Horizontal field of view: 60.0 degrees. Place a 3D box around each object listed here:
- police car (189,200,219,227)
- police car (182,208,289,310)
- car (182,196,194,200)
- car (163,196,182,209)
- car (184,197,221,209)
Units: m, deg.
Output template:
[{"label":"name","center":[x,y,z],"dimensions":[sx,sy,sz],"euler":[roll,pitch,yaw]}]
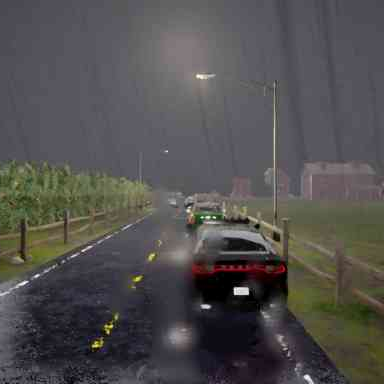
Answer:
[{"label":"police car","center":[0.759,1.425,24.049],"dimensions":[1.930,1.638,5.238],"euler":[0,0,0]},{"label":"police car","center":[0.803,1.425,8.049],"dimensions":[1.930,1.638,5.238],"euler":[0,0,0]},{"label":"car","center":[-0.094,1.624,46.704],"dimensions":[1.895,1.301,4.718],"euler":[0,0,0]},{"label":"car","center":[-2.876,1.569,45.924],"dimensions":[2.033,1.411,5.357],"euler":[0,0,0]},{"label":"car","center":[0.776,1.351,17.909],"dimensions":[2.097,1.767,4.553],"euler":[0,0,0]}]
